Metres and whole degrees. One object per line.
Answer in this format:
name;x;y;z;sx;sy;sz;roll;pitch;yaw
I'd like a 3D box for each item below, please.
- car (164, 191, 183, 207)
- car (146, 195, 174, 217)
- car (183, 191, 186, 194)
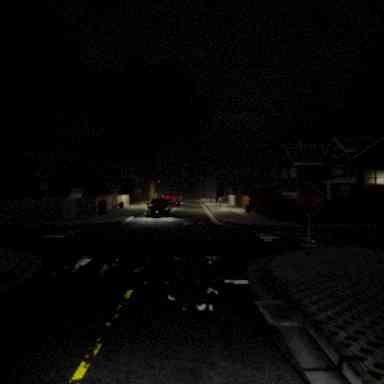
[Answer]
car;-2.790;0.941;44.935;2.150;2.045;5.566;0;0;1
car;-2.833;1.314;29.213;1.837;1.490;4.892;0;1;0
car;-2.726;1.091;63.363;1.882;1.535;5.008;0;0;0
